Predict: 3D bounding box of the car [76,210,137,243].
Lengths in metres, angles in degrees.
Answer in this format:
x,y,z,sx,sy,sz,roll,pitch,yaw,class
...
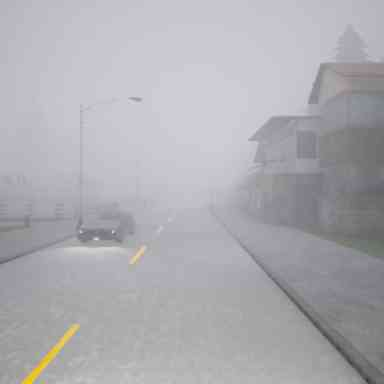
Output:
x,y,z,sx,sy,sz,roll,pitch,yaw,class
-4.004,1.593,16.596,2.033,1.411,5.357,0,0,0,car
